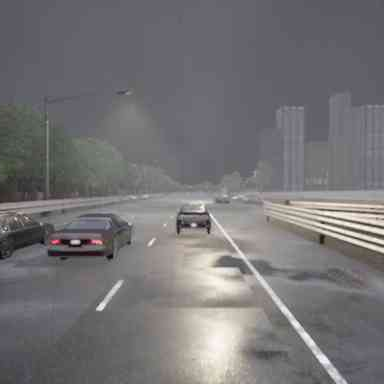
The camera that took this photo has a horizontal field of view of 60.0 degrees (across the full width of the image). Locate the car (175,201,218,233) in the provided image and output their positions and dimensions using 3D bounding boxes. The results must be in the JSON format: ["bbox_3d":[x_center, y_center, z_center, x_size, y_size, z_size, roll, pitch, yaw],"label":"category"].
[{"bbox_3d":[0.088,1.410,19.002,2.128,1.511,4.902,0,0,0],"label":"car"}]

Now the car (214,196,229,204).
[{"bbox_3d":[5.212,1.369,59.051,1.994,1.385,4.181,0,0,-7],"label":"car"}]

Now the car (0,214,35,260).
[{"bbox_3d":[-6.906,1.497,12.162,2.033,1.411,5.357,0,0,0],"label":"car"}]

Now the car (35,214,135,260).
[{"bbox_3d":[-3.406,1.497,12.202,2.033,1.411,5.357,0,0,0],"label":"car"}]
